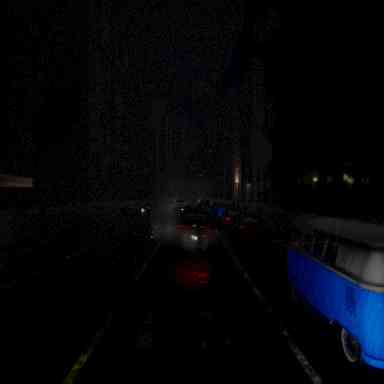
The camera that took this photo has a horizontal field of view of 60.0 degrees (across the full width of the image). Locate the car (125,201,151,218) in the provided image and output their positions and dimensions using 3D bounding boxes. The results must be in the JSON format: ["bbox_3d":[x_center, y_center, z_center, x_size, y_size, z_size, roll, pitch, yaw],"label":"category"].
[{"bbox_3d":[-5.720,1.861,33.914,2.008,1.369,4.403,0,-1,0],"label":"car"}]

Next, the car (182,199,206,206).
[{"bbox_3d":[0.136,1.776,32.683,1.882,1.535,5.008,0,-1,0],"label":"car"}]

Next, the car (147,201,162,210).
[{"bbox_3d":[-5.698,2.033,50.946,1.947,1.339,4.313,0,-1,0],"label":"car"}]

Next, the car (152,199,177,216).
[{"bbox_3d":[-3.048,1.869,37.597,1.812,1.442,4.674,0,-1,0],"label":"car"}]

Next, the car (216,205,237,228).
[{"bbox_3d":[2.791,1.787,22.551,1.802,1.307,4.206,0,-1,0],"label":"car"}]

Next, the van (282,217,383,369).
[{"bbox_3d":[2.770,1.391,5.522,1.690,1.788,3.998,0,-1,0],"label":"van"}]

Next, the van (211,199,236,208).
[{"bbox_3d":[2.798,1.599,28.231,1.690,1.788,3.998,0,-1,0],"label":"van"}]

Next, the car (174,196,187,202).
[{"bbox_3d":[-2.901,2.113,78.747,1.895,1.301,4.718,0,-1,0],"label":"car"}]

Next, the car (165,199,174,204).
[{"bbox_3d":[-5.656,2.359,85.008,1.947,1.339,4.313,0,-1,0],"label":"car"}]

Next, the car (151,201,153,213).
[{"bbox_3d":[-5.712,1.802,39.593,1.967,1.590,4.097,0,-1,0],"label":"car"}]

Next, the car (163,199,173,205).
[{"bbox_3d":[-5.663,2.281,79.331,1.887,1.381,4.507,0,-1,0],"label":"car"}]

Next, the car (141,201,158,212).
[{"bbox_3d":[-5.706,1.938,45.099,1.752,1.417,4.829,0,-1,0],"label":"car"}]

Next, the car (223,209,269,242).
[{"bbox_3d":[2.784,1.735,16.874,1.802,1.307,4.206,0,-1,0],"label":"car"}]

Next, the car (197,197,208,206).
[{"bbox_3d":[2.442,2.074,64.824,1.882,1.535,5.008,0,-1,0],"label":"car"}]

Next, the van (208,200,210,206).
[{"bbox_3d":[2.805,1.651,33.909,1.690,1.788,3.998,0,-1,0],"label":"van"}]

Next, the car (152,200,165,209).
[{"bbox_3d":[-5.692,2.043,56.452,1.752,1.417,4.829,0,-1,0],"label":"car"}]

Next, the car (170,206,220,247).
[{"bbox_3d":[0.113,1.648,15.939,1.837,1.490,4.892,0,-1,0],"label":"car"}]
